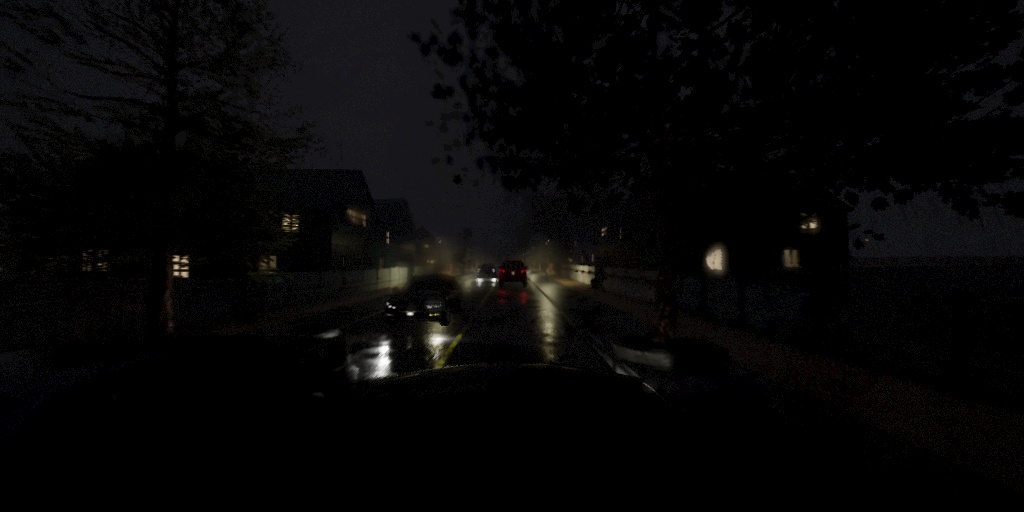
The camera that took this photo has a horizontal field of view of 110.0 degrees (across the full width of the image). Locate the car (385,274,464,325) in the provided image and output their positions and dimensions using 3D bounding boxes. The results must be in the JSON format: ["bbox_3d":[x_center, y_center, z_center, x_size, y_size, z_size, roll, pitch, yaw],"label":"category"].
[{"bbox_3d":[-2.838,1.404,12.512,1.837,1.490,4.892,0,-1,1],"label":"car"}]

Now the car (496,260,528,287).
[{"bbox_3d":[0.087,1.338,28.516,2.150,2.045,5.566,0,-1,0],"label":"car"}]

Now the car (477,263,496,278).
[{"bbox_3d":[-2.849,1.644,41.888,2.097,1.767,4.553,0,-1,0],"label":"car"}]

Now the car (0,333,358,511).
[{"bbox_3d":[-2.846,1.304,2.166,2.033,1.411,5.357,0,-1,0],"label":"car"}]
